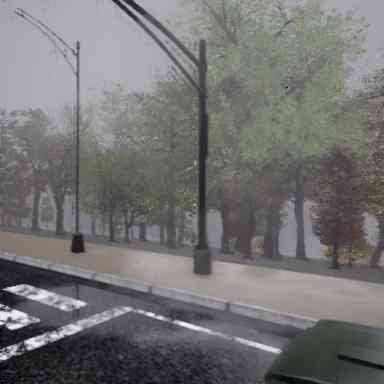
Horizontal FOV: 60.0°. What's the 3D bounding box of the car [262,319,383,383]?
[{"bbox_3d":[2.681,1.599,1.775,4.718,1.301,1.895,0,0,36],"label":"car"}]
